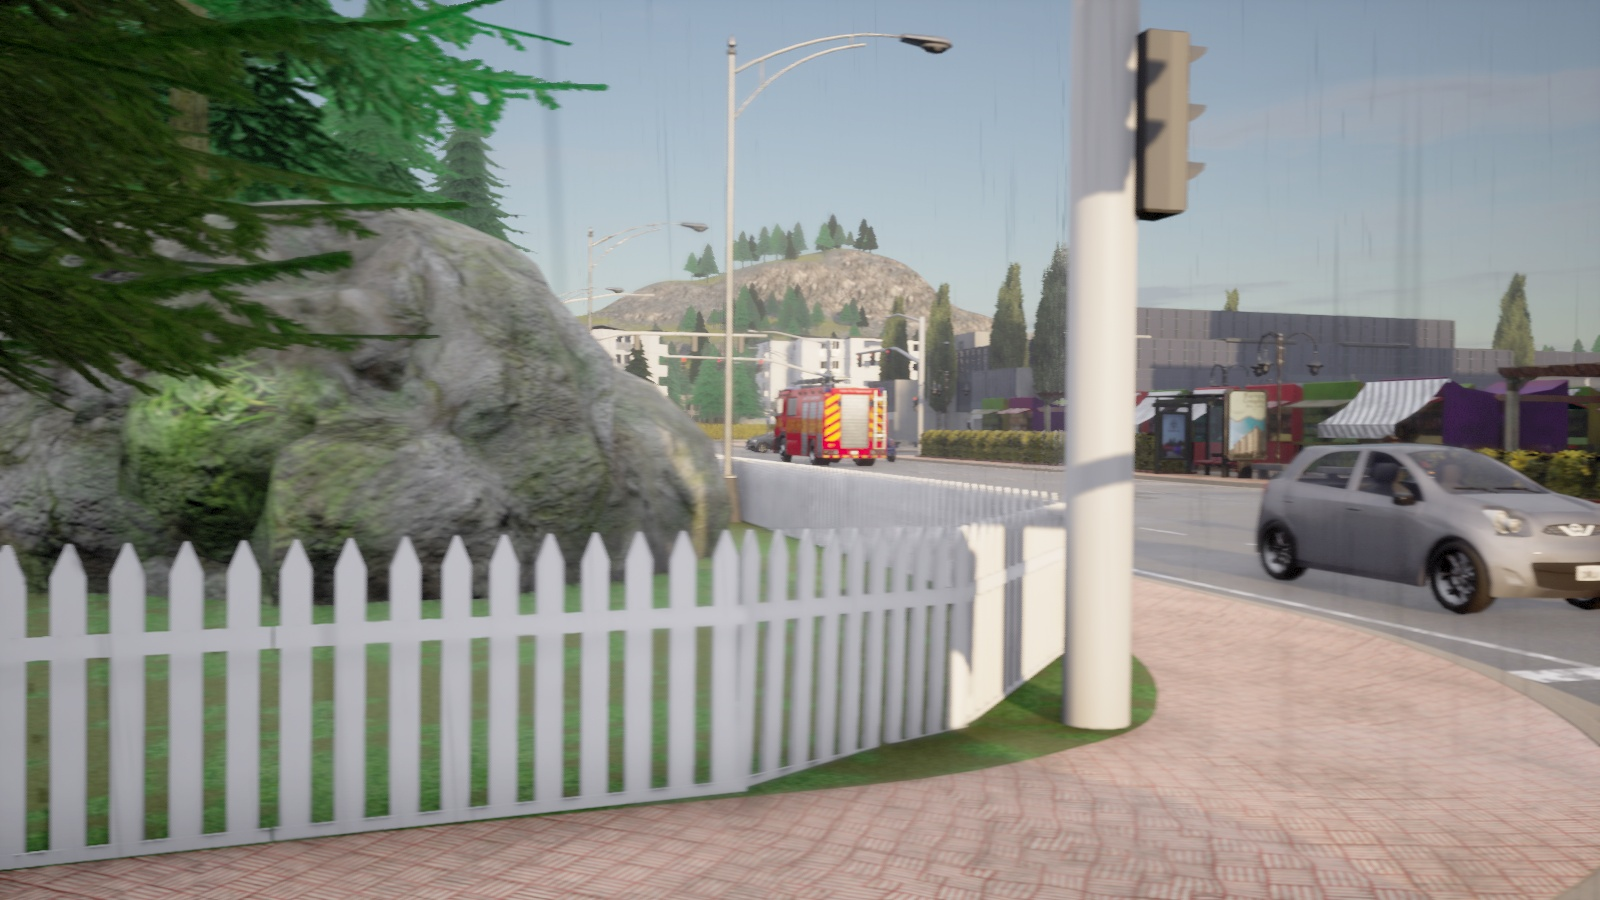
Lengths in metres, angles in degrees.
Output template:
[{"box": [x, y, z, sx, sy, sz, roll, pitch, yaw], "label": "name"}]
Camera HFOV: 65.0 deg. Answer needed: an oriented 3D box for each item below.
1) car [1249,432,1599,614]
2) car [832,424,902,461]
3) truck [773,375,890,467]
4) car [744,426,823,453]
[{"box": [6.386, 0.586, 12.513, 1.845, 1.501, 3.633, -1, 1, -16], "label": "car"}, {"box": [3.294, -0.393, 62.562, 2.097, 1.767, 4.553, -1, 1, -16], "label": "car"}, {"box": [1.262, -1.296, 56.773, 2.891, 3.827, 8.468, -1, 1, -16], "label": "truck"}, {"box": [-1.052, -0.664, 80.271, 4.611, 1.667, 2.242, -1, 1, -14], "label": "car"}]
